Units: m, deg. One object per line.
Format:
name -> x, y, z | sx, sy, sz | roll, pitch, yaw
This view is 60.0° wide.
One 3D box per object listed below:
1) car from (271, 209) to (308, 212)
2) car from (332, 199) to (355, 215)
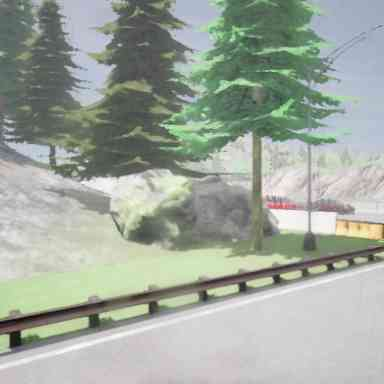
car -> 8.992, 1.438, 34.065 | 2.150, 2.045, 5.566 | 0, 0, -36
car -> 15.603, 1.574, 36.879 | 2.097, 1.767, 4.553 | 0, 0, -36
